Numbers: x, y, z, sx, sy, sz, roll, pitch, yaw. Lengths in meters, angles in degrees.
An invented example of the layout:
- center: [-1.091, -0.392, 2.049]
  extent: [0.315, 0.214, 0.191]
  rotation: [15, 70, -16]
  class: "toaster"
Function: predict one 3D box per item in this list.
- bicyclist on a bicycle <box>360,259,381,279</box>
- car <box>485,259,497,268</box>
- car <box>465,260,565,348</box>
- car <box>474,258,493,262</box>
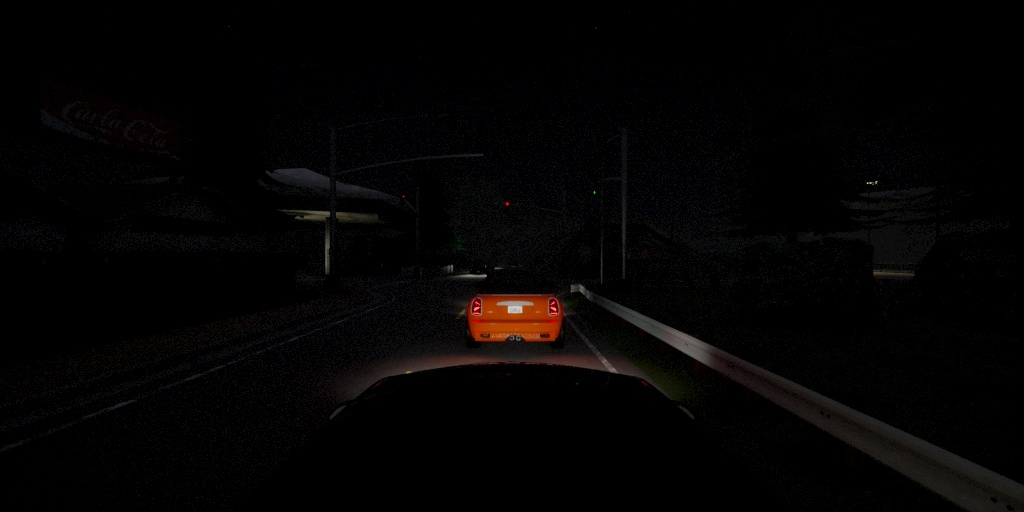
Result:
- center: [-11.758, 1.097, 29.870]
  extent: [1.656, 1.620, 0.582]
  rotation: [1, -3, -19]
  class: "bicyclist on a bicycle"
- center: [-3.541, 1.276, 61.615]
  extent: [1.812, 1.442, 4.674]
  rotation: [0, 0, 0]
  class: "car"
- center: [0.078, 1.102, 9.384]
  extent: [2.097, 1.767, 4.553]
  rotation: [0, 0, 0]
  class: "car"
- center: [-3.575, 1.102, 40.648]
  extent: [2.097, 1.767, 4.553]
  rotation: [0, 0, 0]
  class: "car"
